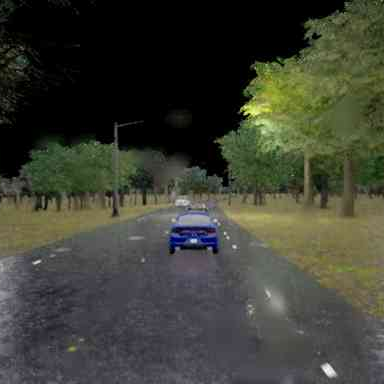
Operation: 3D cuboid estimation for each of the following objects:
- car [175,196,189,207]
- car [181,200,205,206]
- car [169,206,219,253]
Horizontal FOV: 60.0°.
[{"bbox_3d":[-1.711,1.787,58.869,2.150,2.045,5.566,0,-1,4],"label":"car"},{"bbox_3d":[0.442,1.772,29.217,2.128,1.511,4.902,0,0,2],"label":"car"},{"bbox_3d":[0.104,1.616,14.434,1.882,1.535,5.008,0,0,1],"label":"car"}]
